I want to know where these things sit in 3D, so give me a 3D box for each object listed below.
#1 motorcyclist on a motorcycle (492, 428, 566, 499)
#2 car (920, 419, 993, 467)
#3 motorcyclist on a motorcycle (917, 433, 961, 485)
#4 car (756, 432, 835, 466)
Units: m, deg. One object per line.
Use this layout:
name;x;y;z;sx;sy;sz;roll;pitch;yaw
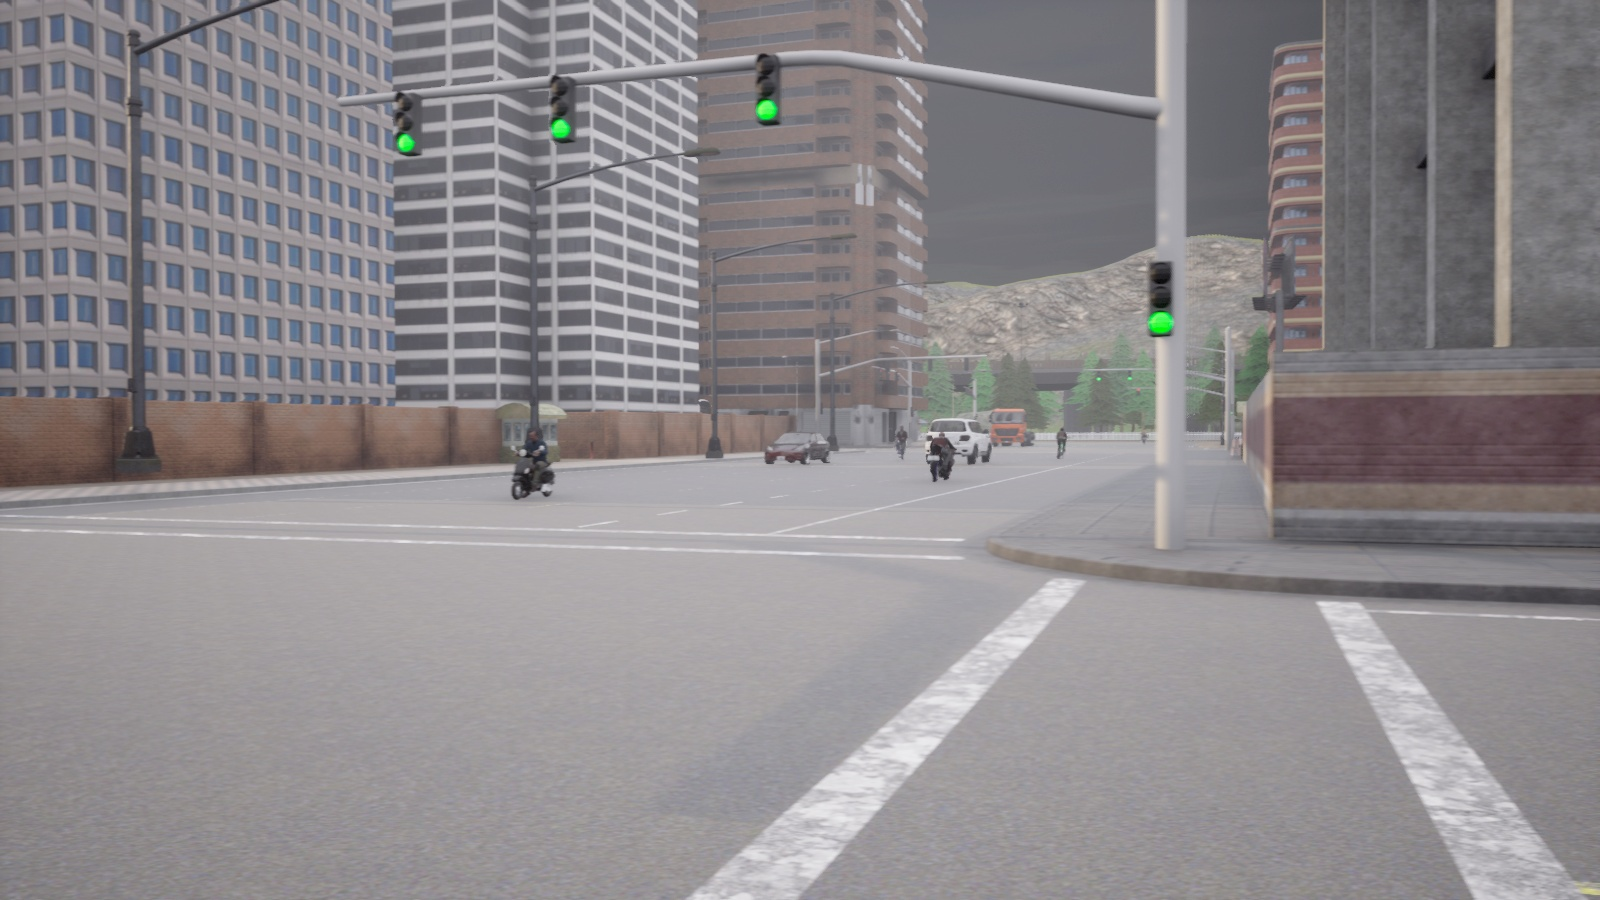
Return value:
motorcyclist on a motorcycle;-6.284;0.288;29.246;0.866;1.590;1.817;1;1;19
car;7.236;-0.349;57.549;2.150;2.045;5.566;1;1;19
motorcyclist on a motorcycle;4.249;0.265;38.264;0.866;1.530;2.191;1;1;19
car;-0.150;-0.097;57.615;2.163;1.488;4.792;1;1;19
